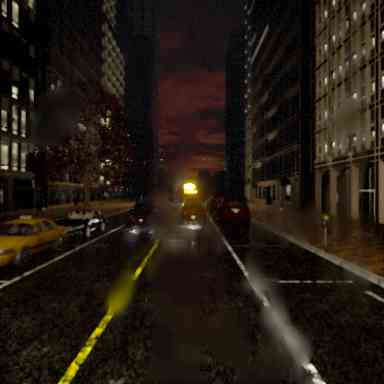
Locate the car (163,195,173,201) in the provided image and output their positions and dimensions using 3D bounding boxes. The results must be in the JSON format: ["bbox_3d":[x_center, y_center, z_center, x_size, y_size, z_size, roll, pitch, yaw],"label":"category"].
[{"bbox_3d":[-5.703,1.378,79.648,1.887,1.381,4.507,0,0,0],"label":"car"}]

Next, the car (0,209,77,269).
[{"bbox_3d":[-5.690,1.508,11.170,1.752,1.417,4.829,0,0,0],"label":"car"}]

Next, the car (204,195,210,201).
[{"bbox_3d":[2.688,1.257,34.100,2.192,1.841,5.009,0,0,0],"label":"car"}]

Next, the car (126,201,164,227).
[{"bbox_3d":[-3.104,1.528,22.174,1.994,1.385,4.181,0,0,0],"label":"car"}]

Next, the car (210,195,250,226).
[{"bbox_3d":[2.690,1.278,22.715,2.192,1.841,5.009,0,0,0],"label":"car"}]

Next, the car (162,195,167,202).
[{"bbox_3d":[-5.698,1.473,56.878,1.802,1.307,4.206,0,0,0],"label":"car"}]

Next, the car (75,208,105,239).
[{"bbox_3d":[-5.691,1.524,17.033,2.008,1.369,4.403,0,0,0],"label":"car"}]

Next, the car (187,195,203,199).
[{"bbox_3d":[0.091,1.432,41.707,1.837,1.490,4.892,0,0,0],"label":"car"}]

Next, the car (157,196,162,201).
[{"bbox_3d":[-5.697,1.484,45.495,1.947,1.339,4.313,0,0,0],"label":"car"}]

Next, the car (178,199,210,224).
[{"bbox_3d":[0.096,1.486,24.269,1.812,1.442,4.674,0,0,0],"label":"car"}]

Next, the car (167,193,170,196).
[{"bbox_3d":[-5.701,1.414,68.264,2.008,1.369,4.403,0,0,0],"label":"car"}]

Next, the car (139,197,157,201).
[{"bbox_3d":[-5.695,1.481,39.802,2.008,1.369,4.403,0,0,0],"label":"car"}]

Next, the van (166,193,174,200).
[{"bbox_3d":[-5.703,1.159,85.340,1.690,1.788,3.998,0,0,0],"label":"van"}]

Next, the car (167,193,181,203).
[{"bbox_3d":[-3.042,1.440,63.209,1.994,1.385,4.181,0,0,1],"label":"car"}]
